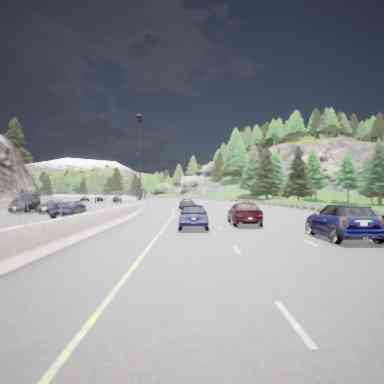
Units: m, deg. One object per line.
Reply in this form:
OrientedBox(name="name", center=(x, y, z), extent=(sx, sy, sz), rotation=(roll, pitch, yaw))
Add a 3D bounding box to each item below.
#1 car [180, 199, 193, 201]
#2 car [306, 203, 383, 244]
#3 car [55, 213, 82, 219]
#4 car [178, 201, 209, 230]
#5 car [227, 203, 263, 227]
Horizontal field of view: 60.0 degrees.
OrientedBox(name="car", center=(-0.677, 1.565, 42.482), extent=(1.994, 1.385, 4.181), rotation=(0, 0, -4))
OrientedBox(name="car", center=(7.096, 1.352, 15.857), extent=(2.097, 1.767, 4.553), rotation=(0, 0, 0))
OrientedBox(name="car", center=(-10.682, 1.549, 29.283), extent=(2.033, 1.411, 5.357), rotation=(0, 0, -1))
OrientedBox(name="car", center=(0.095, 1.548, 21.173), extent=(2.033, 1.411, 5.357), rotation=(0, 0, 0))
OrientedBox(name="car", center=(3.589, 1.478, 22.988), extent=(1.882, 1.535, 5.008), rotation=(0, 0, 0))
